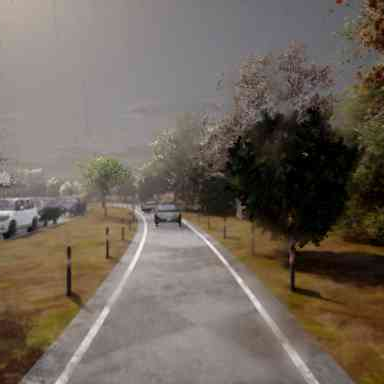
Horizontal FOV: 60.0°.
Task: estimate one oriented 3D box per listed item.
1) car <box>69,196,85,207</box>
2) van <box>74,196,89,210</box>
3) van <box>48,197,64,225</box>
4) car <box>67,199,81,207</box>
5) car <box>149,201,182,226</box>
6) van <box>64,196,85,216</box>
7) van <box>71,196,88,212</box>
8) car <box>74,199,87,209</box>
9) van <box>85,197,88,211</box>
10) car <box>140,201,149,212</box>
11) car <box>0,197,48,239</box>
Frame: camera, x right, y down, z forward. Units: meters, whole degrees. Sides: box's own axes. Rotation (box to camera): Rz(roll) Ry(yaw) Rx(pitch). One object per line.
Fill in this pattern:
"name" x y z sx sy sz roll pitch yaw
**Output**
"car" -22.960 1.984 66.283 2.435 2.045 5.566 2 -3 -25
"van" -16.857 1.687 50.577 1.878 1.987 4.442 2 -2 -20
"van" -10.665 1.375 23.358 1.878 1.987 4.442 1 -2 -9
"car" -25.385 2.365 71.352 2.231 1.521 4.892 2 -3 -27
"car" -1.859 1.624 24.309 2.128 1.511 4.902 0 0 -8
"van" -12.533 1.468 34.386 1.878 1.987 4.442 1 -2 -14
"van" -15.232 1.603 45.225 1.878 1.987 4.442 1 -2 -15
"car" -18.674 2.002 55.783 1.946 1.575 5.366 2 -2 -19
"van" -13.793 1.530 39.822 1.878 1.987 4.442 1 -2 -15
"car" -5.376 1.768 41.856 1.994 1.385 4.181 0 0 -14
"car" -10.042 1.314 17.891 2.435 2.045 5.566 1 -2 -8
